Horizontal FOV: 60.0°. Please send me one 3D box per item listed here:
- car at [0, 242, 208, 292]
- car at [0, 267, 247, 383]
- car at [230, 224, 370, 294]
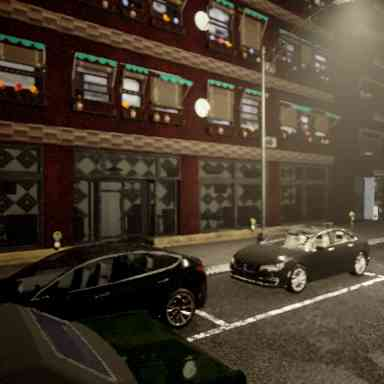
[{"bbox_3d":[-1.702,1.565,5.348,4.313,1.339,1.947,0,0,-36],"label":"car"},{"bbox_3d":[-1.966,1.601,1.958,4.718,1.301,1.895,0,0,-35],"label":"car"},{"bbox_3d":[2.935,1.547,8.656,4.403,1.369,2.008,0,0,-36],"label":"car"}]
